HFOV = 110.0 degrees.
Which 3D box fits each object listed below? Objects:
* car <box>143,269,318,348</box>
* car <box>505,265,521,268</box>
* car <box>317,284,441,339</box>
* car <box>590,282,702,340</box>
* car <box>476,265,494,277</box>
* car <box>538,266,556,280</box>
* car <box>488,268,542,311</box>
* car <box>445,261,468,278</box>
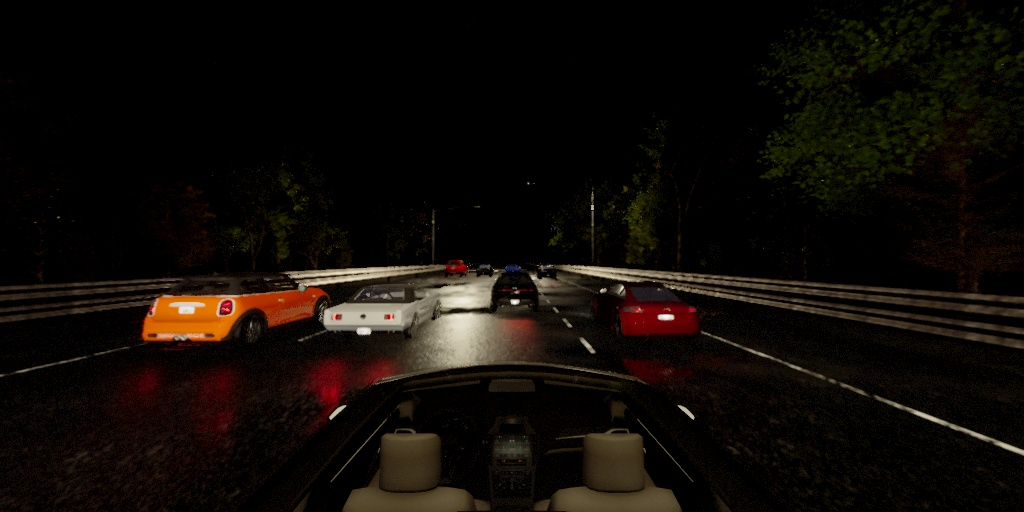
[{"bbox_3d":[-6.902,1.207,9.737,2.097,1.767,4.553,0,-1,0],"label":"car"},{"bbox_3d":[0.136,1.880,47.683,1.882,1.535,5.008,0,-1,0],"label":"car"},{"bbox_3d":[-3.398,1.468,10.486,1.895,1.301,4.718,0,-1,0],"label":"car"},{"bbox_3d":[3.604,1.431,10.389,1.994,1.385,4.181,0,-1,0],"label":"car"},{"bbox_3d":[-3.365,1.851,44.731,2.128,1.511,4.902,0,-1,0],"label":"car"},{"bbox_3d":[3.626,1.760,38.372,2.128,1.511,4.902,0,-1,0],"label":"car"},{"bbox_3d":[0.109,1.445,15.634,1.837,1.490,4.892,0,0,0],"label":"car"},{"bbox_3d":[-6.866,1.580,44.562,2.150,2.045,5.566,0,0,0],"label":"car"}]
